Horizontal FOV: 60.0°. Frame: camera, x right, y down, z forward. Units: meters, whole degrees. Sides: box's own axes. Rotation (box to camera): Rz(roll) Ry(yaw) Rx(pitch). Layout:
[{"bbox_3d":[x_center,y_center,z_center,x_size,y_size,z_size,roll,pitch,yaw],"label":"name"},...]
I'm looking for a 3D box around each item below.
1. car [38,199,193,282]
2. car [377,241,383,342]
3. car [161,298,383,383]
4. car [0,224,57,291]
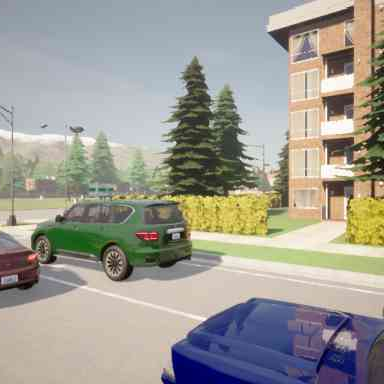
[{"bbox_3d":[-2.580,1.221,10.071,5.566,2.045,2.150,0,0,36],"label":"car"},{"bbox_3d":[5.091,1.564,4.665,4.181,1.385,1.994,0,0,35],"label":"car"},{"bbox_3d":[2.054,1.601,2.531,4.718,1.301,1.895,0,0,35],"label":"car"},{"bbox_3d":[-5.385,1.526,7.779,4.674,1.442,1.812,0,0,36],"label":"car"}]
